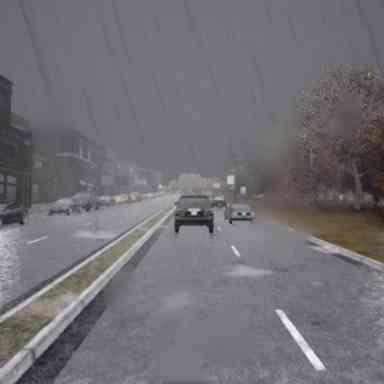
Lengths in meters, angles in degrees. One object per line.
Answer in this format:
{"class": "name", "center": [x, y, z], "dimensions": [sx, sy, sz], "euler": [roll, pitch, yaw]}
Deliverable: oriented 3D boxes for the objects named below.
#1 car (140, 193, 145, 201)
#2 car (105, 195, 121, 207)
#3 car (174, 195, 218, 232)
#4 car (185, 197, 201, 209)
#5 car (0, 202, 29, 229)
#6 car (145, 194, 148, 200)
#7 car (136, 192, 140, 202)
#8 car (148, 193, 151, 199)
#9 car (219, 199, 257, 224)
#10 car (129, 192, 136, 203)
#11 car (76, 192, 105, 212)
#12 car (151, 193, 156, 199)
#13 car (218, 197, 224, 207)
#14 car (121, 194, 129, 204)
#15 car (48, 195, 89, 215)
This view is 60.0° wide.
{"class": "car", "center": [-11.929, 0.950, 69.769], "dimensions": [2.435, 2.045, 5.566], "euler": [0, 0, 0]}
{"class": "car", "center": [-11.895, 1.275, 46.165], "dimensions": [2.231, 1.521, 4.892], "euler": [0, 0, 1]}
{"class": "car", "center": [0.111, 1.157, 19.705], "dimensions": [2.150, 2.045, 5.566], "euler": [0, 0, 0]}
{"class": "car", "center": [0.124, 1.424, 42.483], "dimensions": [1.994, 1.385, 4.181], "euler": [0, 0, 0]}
{"class": "car", "center": [-11.743, 1.383, 20.167], "dimensions": [2.163, 1.488, 4.792], "euler": [0, 0, 0]}
{"class": "car", "center": [-11.952, 1.185, 75.453], "dimensions": [2.231, 1.521, 4.892], "euler": [0, 0, 0]}
{"class": "car", "center": [-11.907, 1.216, 64.087], "dimensions": [1.946, 1.575, 5.366], "euler": [0, 0, 0]}
{"class": "car", "center": [-11.971, 1.168, 80.979], "dimensions": [2.231, 1.521, 4.892], "euler": [0, 0, 0]}
{"class": "car", "center": [3.364, 1.469, 24.043], "dimensions": [2.033, 1.411, 5.357], "euler": [0, 0, 0]}
{"class": "car", "center": [-11.887, 1.109, 58.778], "dimensions": [2.185, 1.767, 4.553], "euler": [0, 0, 0]}
{"class": "car", "center": [-11.803, 1.051, 36.744], "dimensions": [2.435, 2.045, 5.566], "euler": [0, 0, 0]}
{"class": "car", "center": [-12.014, 1.131, 91.837], "dimensions": [1.946, 1.575, 5.366], "euler": [0, 0, 0]}
{"class": "car", "center": [3.374, 1.337, 42.970], "dimensions": [1.882, 1.535, 5.008], "euler": [0, 0, 0]}
{"class": "car", "center": [-11.865, 1.250, 53.037], "dimensions": [1.946, 1.575, 5.366], "euler": [0, 0, 0]}
{"class": "car", "center": [-11.782, 1.321, 31.254], "dimensions": [2.231, 1.521, 4.892], "euler": [0, 0, 0]}
